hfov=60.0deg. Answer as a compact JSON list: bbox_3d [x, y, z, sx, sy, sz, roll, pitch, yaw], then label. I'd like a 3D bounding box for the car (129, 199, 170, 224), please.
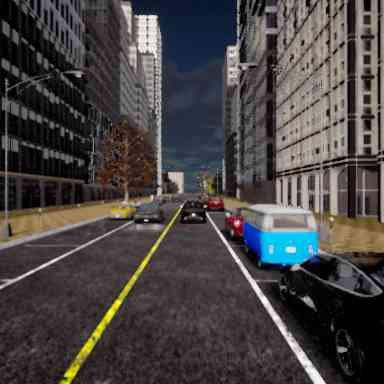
[{"bbox_3d":[-3.099,1.536,25.185,2.033,1.411,5.357,0,0,0],"label":"car"}]

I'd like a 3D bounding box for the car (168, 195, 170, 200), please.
[{"bbox_3d":[-5.684,1.515,62.157,1.947,1.339,4.313,0,0,0],"label":"car"}]

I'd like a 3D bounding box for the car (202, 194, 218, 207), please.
[{"bbox_3d":[2.697,1.279,50.759,2.192,1.841,5.009,0,0,0],"label":"car"}]

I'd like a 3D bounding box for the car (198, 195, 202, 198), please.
[{"bbox_3d":[0.103,1.476,42.436,2.163,1.488,4.792,0,0,0],"label":"car"}]

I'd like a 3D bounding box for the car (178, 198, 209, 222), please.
[{"bbox_3d":[0.101,1.466,25.876,1.882,1.535,5.008,0,0,0],"label":"car"}]

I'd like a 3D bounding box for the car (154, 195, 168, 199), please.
[{"bbox_3d":[-5.684,1.508,56.464,2.008,1.369,4.403,0,0,0],"label":"car"}]

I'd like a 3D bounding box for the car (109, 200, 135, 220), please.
[{"bbox_3d":[-5.687,1.512,27.831,1.752,1.417,4.829,0,0,0],"label":"car"}]

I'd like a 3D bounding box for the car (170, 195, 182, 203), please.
[{"bbox_3d":[-3.006,1.499,66.463,1.994,1.385,4.181,0,0,0],"label":"car"}]

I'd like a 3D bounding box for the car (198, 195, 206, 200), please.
[{"bbox_3d":[2.699,1.468,90.604,1.947,1.339,4.313,0,0,0],"label":"car"}]

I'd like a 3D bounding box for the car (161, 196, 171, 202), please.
[{"bbox_3d":[-5.683,1.513,73.540,1.802,1.307,4.206,0,0,0],"label":"car"}]

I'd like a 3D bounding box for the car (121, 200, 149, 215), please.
[{"bbox_3d":[-5.686,1.532,33.695,2.008,1.369,4.403,0,0,0],"label":"car"}]

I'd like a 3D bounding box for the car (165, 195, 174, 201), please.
[{"bbox_3d":[-5.683,1.463,84.925,2.008,1.369,4.403,0,0,0],"label":"car"}]

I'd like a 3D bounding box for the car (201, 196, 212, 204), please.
[{"bbox_3d":[2.697,1.474,62.313,1.752,1.417,4.829,0,0,0],"label":"car"}]

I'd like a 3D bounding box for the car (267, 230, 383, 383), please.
[{"bbox_3d":[2.692,1.565,5.221,1.947,1.339,4.313,0,0,0],"label":"car"}]

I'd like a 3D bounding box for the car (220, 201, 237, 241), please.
[{"bbox_3d":[2.694,1.434,16.606,1.967,1.590,4.097,0,0,0],"label":"car"}]

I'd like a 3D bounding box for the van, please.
[{"bbox_3d":[2.693,1.338,10.915,1.690,1.788,3.998,0,0,0],"label":"van"}]

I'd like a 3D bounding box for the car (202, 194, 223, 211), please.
[{"bbox_3d":[2.696,1.291,39.375,2.192,1.841,5.009,0,0,0],"label":"car"}]
